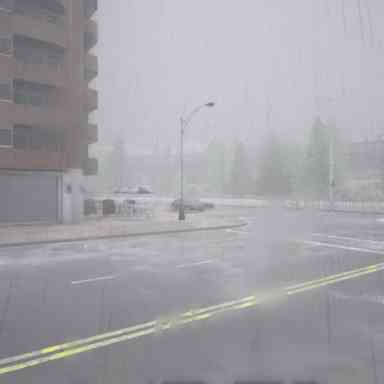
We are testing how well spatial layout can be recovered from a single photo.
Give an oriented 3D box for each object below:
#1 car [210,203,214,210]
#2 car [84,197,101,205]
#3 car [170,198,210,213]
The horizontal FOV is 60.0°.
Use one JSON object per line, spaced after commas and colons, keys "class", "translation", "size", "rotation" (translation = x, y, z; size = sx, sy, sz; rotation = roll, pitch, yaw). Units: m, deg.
{"class": "car", "translation": [0.616, 1.533, 40.709], "size": [1.895, 1.301, 4.718], "rotation": [0, 0, -36]}
{"class": "car", "translation": [-17.258, 1.537, 52.326], "size": [4.718, 1.301, 1.895], "rotation": [0, 0, 20]}
{"class": "car", "translation": [-0.533, 1.438, 36.276], "size": [1.837, 1.490, 4.892], "rotation": [0, 0, -36]}
